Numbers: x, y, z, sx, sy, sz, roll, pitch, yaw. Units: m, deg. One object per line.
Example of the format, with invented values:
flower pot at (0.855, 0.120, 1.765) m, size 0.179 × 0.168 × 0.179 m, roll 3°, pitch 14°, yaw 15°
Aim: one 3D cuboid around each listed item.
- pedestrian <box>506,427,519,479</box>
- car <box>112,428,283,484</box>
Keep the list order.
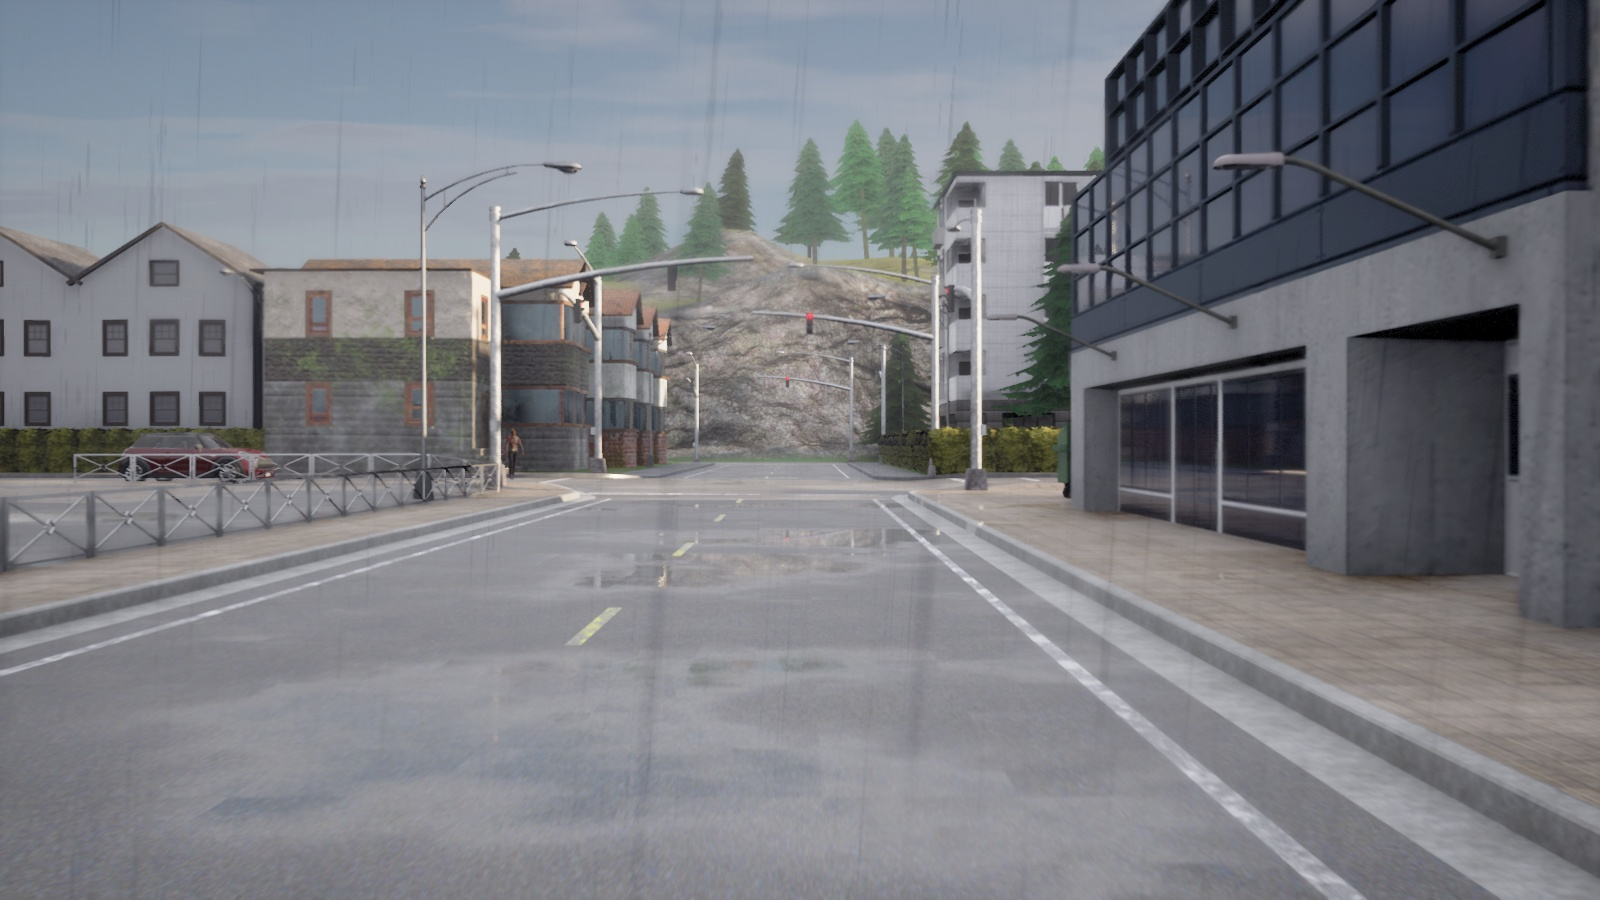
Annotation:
pedestrian at (-10.143, 0.110, 44.243) m, size 0.328 × 1.805 × 0.869 m, roll 0°, pitch 0°, yaw -21°
car at (-19.603, 0.182, 40.995) m, size 4.553 × 1.767 × 2.097 m, roll 0°, pitch 0°, yaw 0°
